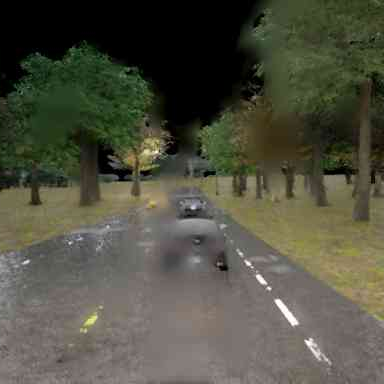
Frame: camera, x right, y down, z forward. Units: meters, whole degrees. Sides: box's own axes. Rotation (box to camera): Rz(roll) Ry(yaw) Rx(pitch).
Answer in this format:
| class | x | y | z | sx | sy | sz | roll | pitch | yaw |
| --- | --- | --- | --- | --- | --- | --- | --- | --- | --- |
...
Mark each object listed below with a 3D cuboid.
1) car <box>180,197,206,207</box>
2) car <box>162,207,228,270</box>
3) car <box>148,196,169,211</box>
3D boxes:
| class | x | y | z | sx | sy | sz | roll | pitch | yaw |
| --- | --- | --- | --- | --- | --- | --- | --- | --- | --- |
| car | 0.102 | 1.227 | 27.514 | 2.097 | 1.767 | 4.553 | 0 | 1 | 0 |
| car | 0.096 | 1.483 | 10.911 | 1.837 | 1.490 | 4.892 | 0 | 1 | 0 |
| car | -3.582 | 1.209 | 36.033 | 1.882 | 1.535 | 5.008 | 0 | 1 | 0 |
